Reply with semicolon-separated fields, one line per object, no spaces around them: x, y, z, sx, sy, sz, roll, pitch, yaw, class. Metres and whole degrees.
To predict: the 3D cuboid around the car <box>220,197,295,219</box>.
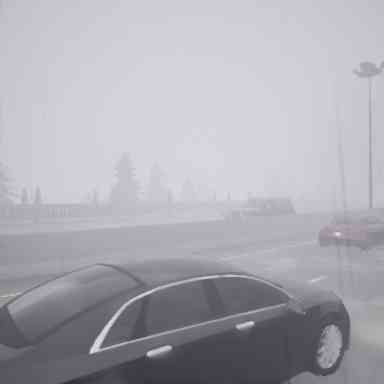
4.590;1.367;21.712;5.566;2.045;2.150;0;-1;-42;car

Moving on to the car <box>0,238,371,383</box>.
-0.018;1.531;3.963;4.892;1.490;1.837;0;0;-36;car

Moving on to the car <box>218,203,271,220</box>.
5.094;1.764;31.517;5.357;1.411;2.033;0;-1;-42;car

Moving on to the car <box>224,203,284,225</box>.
5.079;1.674;26.822;4.902;1.511;2.128;0;-1;-42;car

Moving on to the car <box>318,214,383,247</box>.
7.322;1.655;14.583;4.181;1.385;1.994;0;-1;-41;car
